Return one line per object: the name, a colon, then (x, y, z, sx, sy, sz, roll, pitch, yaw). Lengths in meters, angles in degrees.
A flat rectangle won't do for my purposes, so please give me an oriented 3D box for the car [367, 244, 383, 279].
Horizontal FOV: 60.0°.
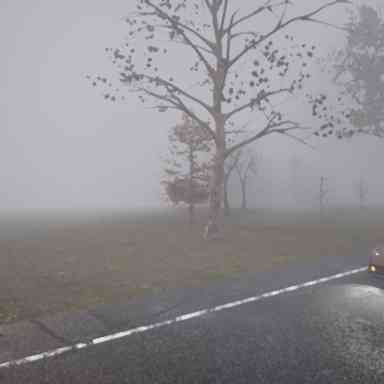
car: (6.373, 1.527, 8.572, 4.181, 1.385, 1.994, 0, 0, -36)
